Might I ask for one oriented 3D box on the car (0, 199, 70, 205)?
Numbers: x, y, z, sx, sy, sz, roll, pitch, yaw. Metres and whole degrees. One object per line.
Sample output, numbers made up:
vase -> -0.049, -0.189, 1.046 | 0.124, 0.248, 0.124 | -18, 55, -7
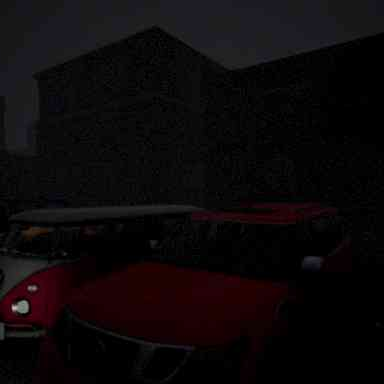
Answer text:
car -> -5.970, 1.247, 9.580 | 2.435, 2.045, 5.566 | 0, 0, 35

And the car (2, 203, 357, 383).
car -> 0.815, 1.230, 4.739 | 2.435, 2.045, 5.566 | 0, 0, 36

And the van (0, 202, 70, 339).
van -> -1.497, 1.261, 6.280 | 1.878, 1.987, 4.442 | 0, 0, 36
